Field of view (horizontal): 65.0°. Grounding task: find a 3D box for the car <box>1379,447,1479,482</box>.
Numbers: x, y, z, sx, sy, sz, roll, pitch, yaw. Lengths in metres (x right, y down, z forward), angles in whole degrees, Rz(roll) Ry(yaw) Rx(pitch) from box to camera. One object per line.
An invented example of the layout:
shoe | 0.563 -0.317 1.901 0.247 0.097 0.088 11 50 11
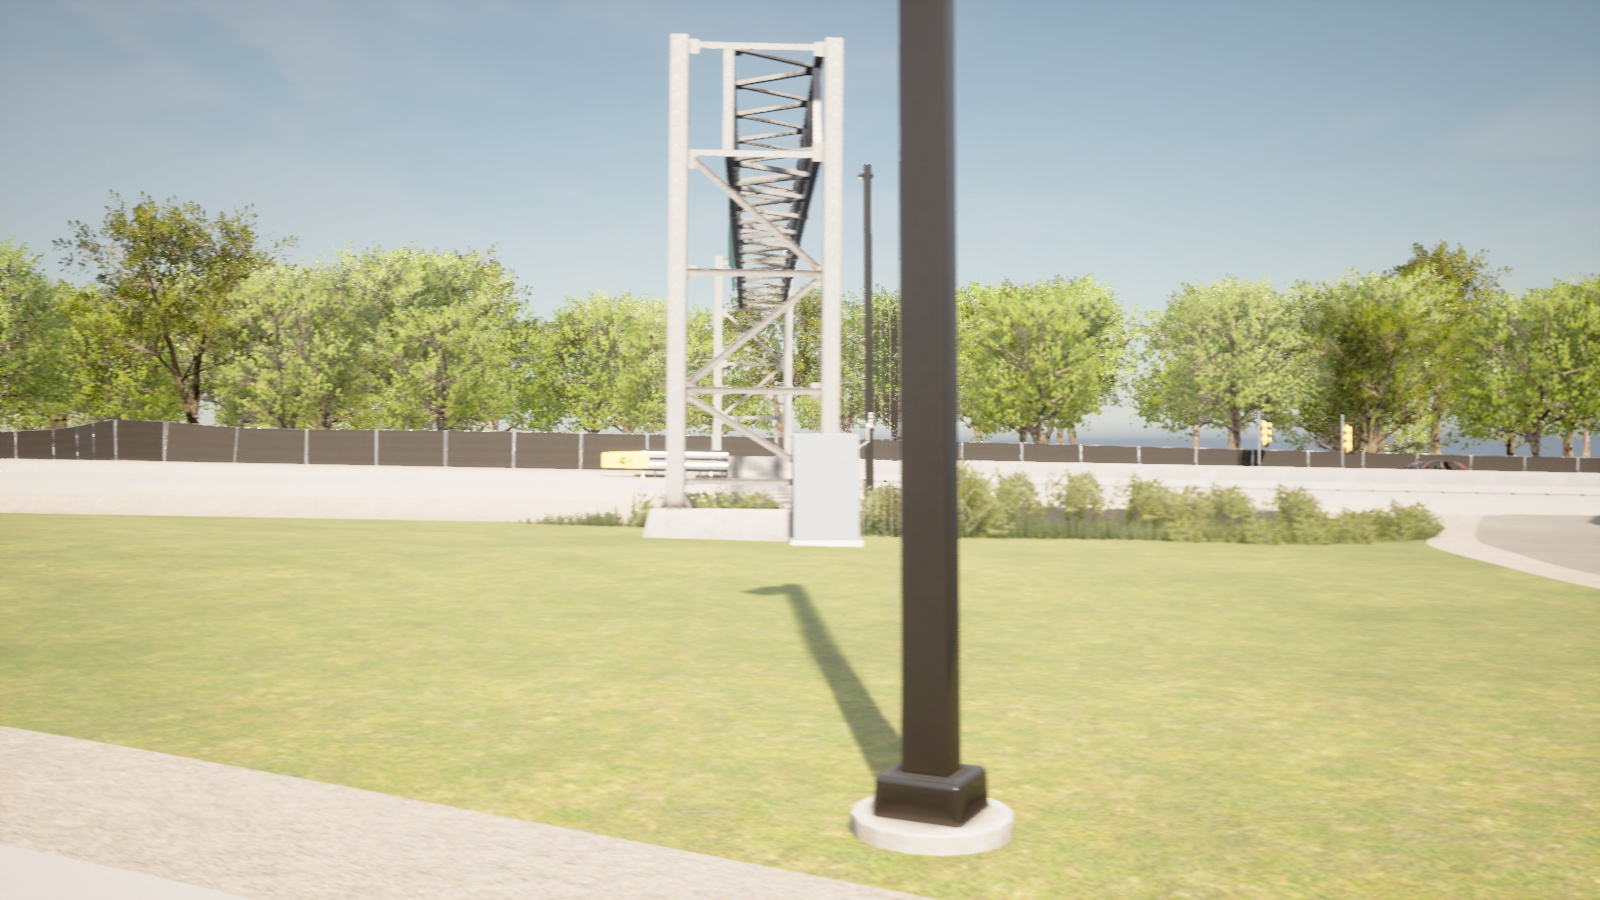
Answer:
car | 30.403 0.689 60.758 3.988 1.617 1.851 0 0 -10
